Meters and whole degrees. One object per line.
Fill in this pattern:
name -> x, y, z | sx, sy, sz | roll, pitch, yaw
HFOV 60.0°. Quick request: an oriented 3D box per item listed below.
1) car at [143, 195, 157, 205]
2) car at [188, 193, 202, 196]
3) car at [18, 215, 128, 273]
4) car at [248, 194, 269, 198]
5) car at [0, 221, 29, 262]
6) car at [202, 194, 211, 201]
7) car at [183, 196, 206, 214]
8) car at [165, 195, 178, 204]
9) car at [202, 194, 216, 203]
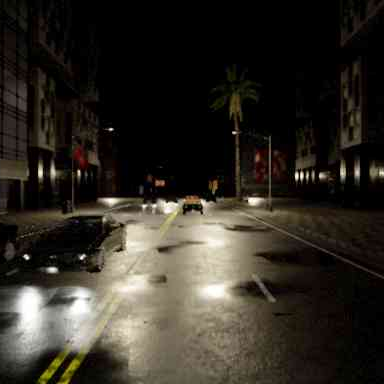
car -> -6.579, 1.218, 52.461 | 1.812, 1.442, 4.674 | 0, 0, 0
car -> 0.082, 1.034, 55.654 | 2.097, 1.767, 4.553 | 0, 0, 0
car -> -3.353, 1.466, 10.640 | 2.033, 1.411, 5.357 | 0, 0, 0
car -> 18.535, 1.202, 92.520 | 4.206, 1.307, 1.802 | 0, 0, -1
car -> -6.602, 1.409, 8.895 | 1.882, 1.535, 5.008 | 0, 0, 0
car -> 3.225, 1.148, 76.558 | 1.882, 1.535, 5.008 | 0, 0, 0
car -> 0.089, 1.381, 32.304 | 1.895, 1.301, 4.718 | 0, 0, 0
car -> -3.323, 1.212, 54.335 | 1.812, 1.442, 4.674 | 0, 0, 0
car -> 3.329, 1.179, 59.500 | 1.837, 1.490, 4.892 | 0, 0, 0
